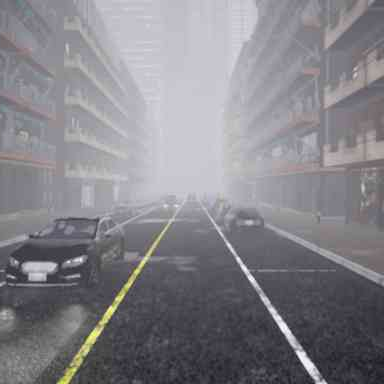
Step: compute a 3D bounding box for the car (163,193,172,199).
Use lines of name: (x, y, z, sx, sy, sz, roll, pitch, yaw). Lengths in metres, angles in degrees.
car: (-5.743, 1.030, 79.237, 1.802, 1.307, 4.206, -1, 0, 0)

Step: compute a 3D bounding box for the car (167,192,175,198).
car: (-5.751, 0.813, 90.440, 1.967, 1.590, 4.097, -1, 0, 0)

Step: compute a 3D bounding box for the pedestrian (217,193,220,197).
pedestrian: (2.979, 1.026, 38.031, 0.375, 1.860, 0.375, -1, 1, -3)

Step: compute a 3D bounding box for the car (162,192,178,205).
car: (-3.105, 1.119, 51.047, 1.882, 1.535, 5.008, 0, 1, 0)

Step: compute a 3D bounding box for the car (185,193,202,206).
car: (-0.024, 1.215, 47.305, 2.033, 1.411, 5.357, 0, 0, 0)

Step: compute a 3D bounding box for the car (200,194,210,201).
car: (2.643, 1.091, 68.008, 1.947, 1.339, 4.313, -1, 0, 0)

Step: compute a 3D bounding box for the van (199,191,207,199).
van: (2.634, 0.790, 79.211, 1.690, 1.788, 3.998, -1, 0, 0)

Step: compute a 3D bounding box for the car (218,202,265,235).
car: (2.671, 1.441, 17.592, 1.947, 1.339, 4.313, -1, 0, 0)

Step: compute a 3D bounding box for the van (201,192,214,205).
van: (2.649, 0.982, 51.202, 1.690, 1.788, 3.998, -1, 0, 0)

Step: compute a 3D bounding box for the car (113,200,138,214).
car: (-5.716, 1.347, 28.820, 2.008, 1.369, 4.403, -1, 0, 0)

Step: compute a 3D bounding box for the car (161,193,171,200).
car: (-5.741, 1.031, 73.635, 1.887, 1.381, 4.507, -1, 0, 0)

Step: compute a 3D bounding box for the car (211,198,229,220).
car: (2.667, 1.387, 23.195, 2.008, 1.369, 4.403, -1, 0, 0)

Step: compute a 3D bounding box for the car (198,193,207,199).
car: (2.634, 0.962, 84.815, 2.008, 1.369, 4.403, -1, 0, 0)

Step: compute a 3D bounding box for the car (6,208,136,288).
car: (-3.106, 1.426, 9.132, 2.128, 1.511, 4.902, 0, 0, 0)

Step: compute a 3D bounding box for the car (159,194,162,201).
car: (-5.737, 1.090, 68.033, 1.947, 1.339, 4.313, -1, 0, 0)

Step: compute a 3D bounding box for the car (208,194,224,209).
car: (2.981, 1.278, 35.208, 1.812, 1.442, 4.674, 0, 0, 0)

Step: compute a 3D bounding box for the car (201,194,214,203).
car: (2.650, 1.153, 56.805, 2.008, 1.369, 4.403, -1, 0, 0)
